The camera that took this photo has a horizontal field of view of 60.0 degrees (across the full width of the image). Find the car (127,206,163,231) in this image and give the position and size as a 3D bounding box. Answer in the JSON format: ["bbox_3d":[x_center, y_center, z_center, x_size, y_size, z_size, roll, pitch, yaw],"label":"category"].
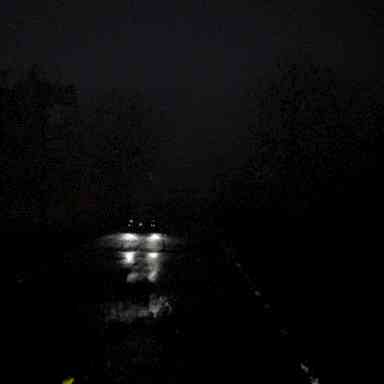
[{"bbox_3d":[-3.059,1.752,22.365,1.837,1.490,4.892,0,-1,0],"label":"car"}]
